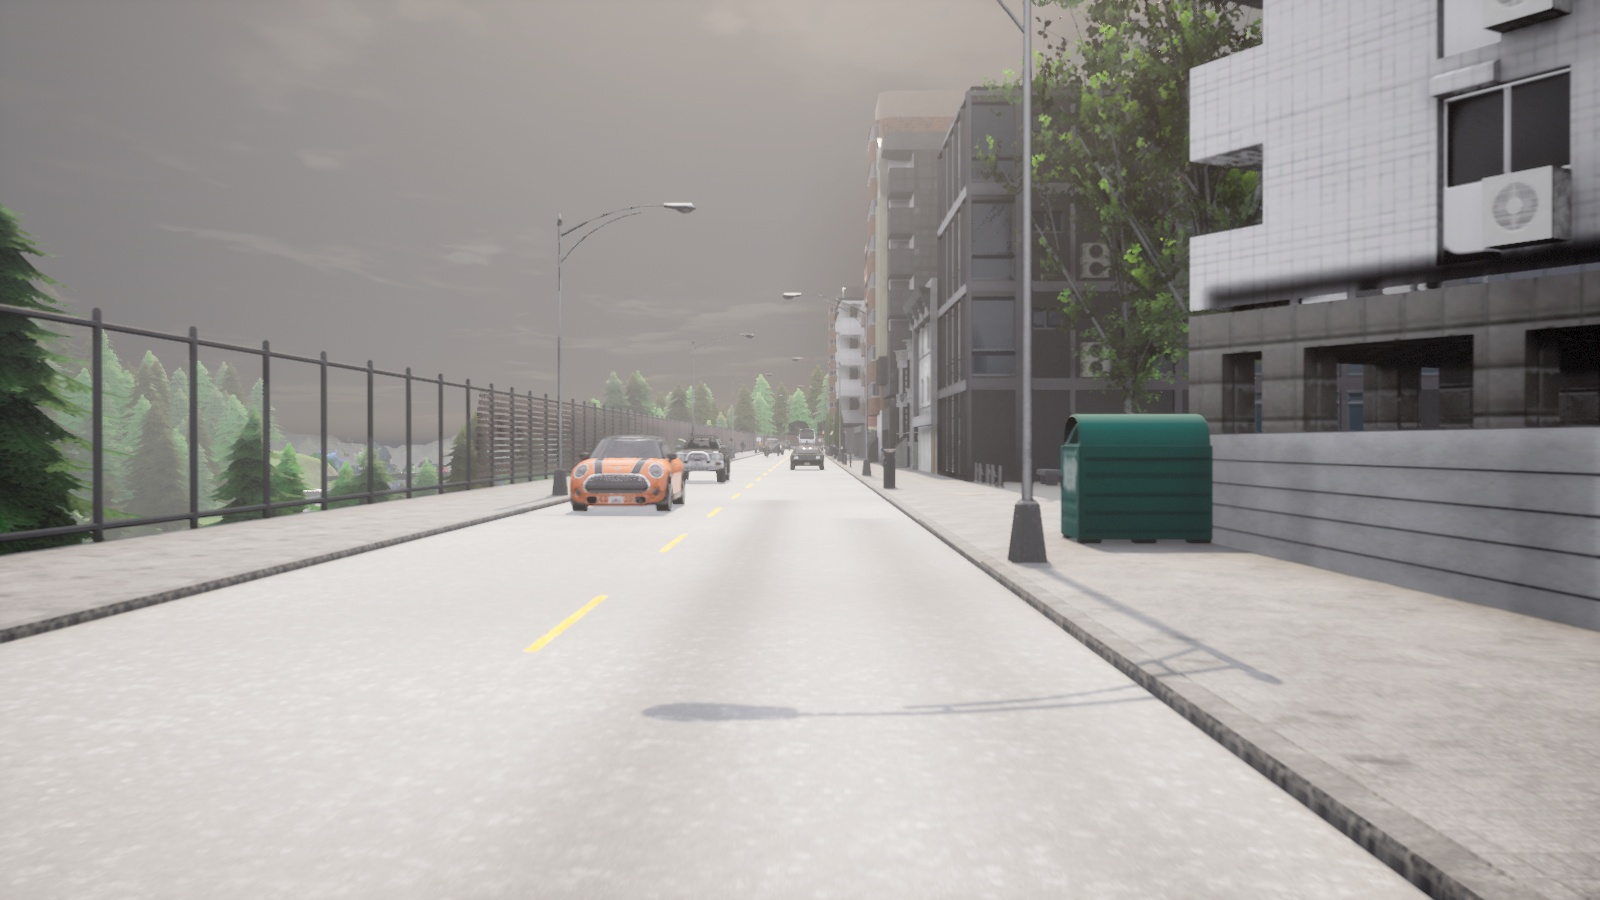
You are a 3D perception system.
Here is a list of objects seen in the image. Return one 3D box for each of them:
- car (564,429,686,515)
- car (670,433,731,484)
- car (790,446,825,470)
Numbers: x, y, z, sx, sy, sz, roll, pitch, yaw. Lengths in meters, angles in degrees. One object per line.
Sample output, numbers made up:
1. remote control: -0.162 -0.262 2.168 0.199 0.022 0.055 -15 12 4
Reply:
1. car: -3.828 0.443 28.247 2.097 1.767 4.553 0 0 0
2. car: -3.721 0.292 47.644 1.932 1.855 4.605 0 0 0
3. car: 0.405 0.449 70.708 1.895 1.301 4.718 0 0 0
